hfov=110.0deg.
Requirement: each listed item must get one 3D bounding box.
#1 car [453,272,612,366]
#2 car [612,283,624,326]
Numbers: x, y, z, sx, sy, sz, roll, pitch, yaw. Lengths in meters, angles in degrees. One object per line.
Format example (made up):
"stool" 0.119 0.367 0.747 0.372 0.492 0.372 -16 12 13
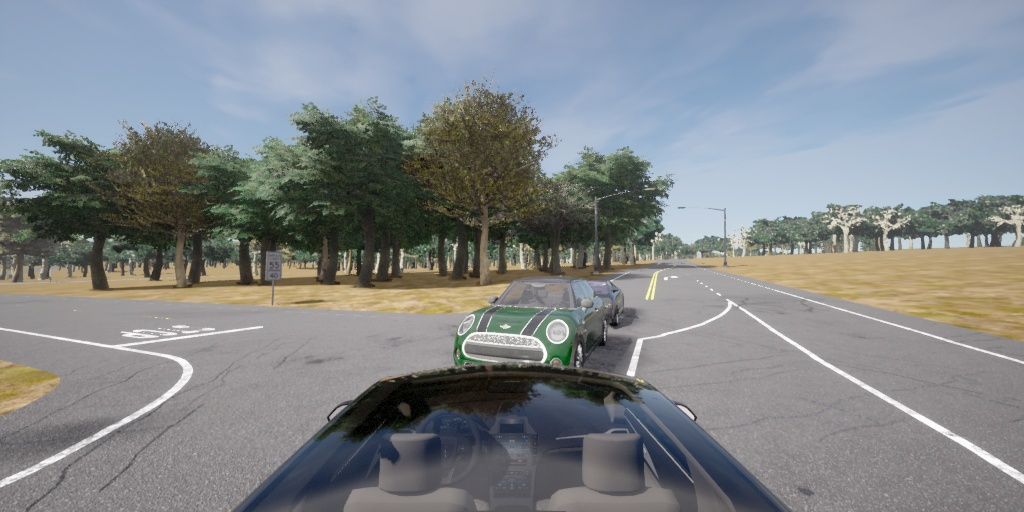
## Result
"car" 0.672 1.223 7.488 2.097 1.767 4.553 -1 -2 22
"car" 2.891 1.555 12.923 1.994 1.385 4.181 -2 0 22
